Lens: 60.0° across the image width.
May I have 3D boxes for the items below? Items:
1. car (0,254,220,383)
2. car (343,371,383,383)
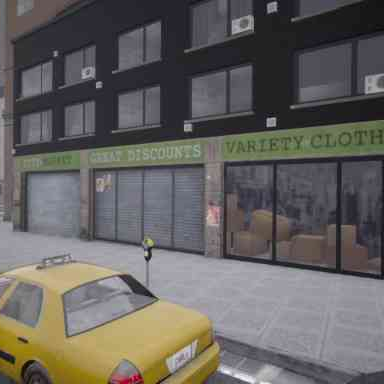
[{"bbox_3d":[-1.975,1.524,4.491,4.829,1.417,1.752,0,1,35],"label":"car"},{"bbox_3d":[2.717,1.551,1.156,4.403,1.369,2.008,0,1,35],"label":"car"}]
